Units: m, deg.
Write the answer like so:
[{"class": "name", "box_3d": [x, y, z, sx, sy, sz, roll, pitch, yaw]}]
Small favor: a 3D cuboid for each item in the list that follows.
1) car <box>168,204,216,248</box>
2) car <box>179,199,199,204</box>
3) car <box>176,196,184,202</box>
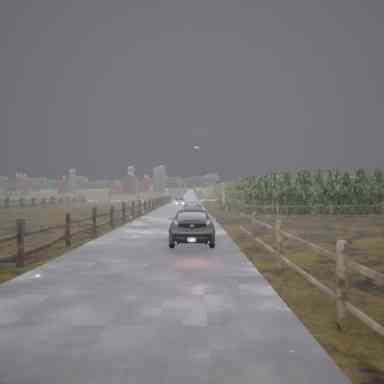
[{"class": "car", "box_3d": [0.000, 1.513, 14.653, 1.837, 1.490, 4.892, 0, 0, 0]}, {"class": "car", "box_3d": [0.000, 1.570, 29.657, 1.994, 1.385, 4.181, 0, 0, 0]}, {"class": "car", "box_3d": [-2.750, 1.534, 75.701, 1.895, 1.301, 4.718, 0, 0, 0]}]
